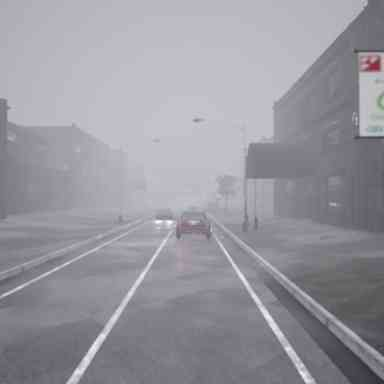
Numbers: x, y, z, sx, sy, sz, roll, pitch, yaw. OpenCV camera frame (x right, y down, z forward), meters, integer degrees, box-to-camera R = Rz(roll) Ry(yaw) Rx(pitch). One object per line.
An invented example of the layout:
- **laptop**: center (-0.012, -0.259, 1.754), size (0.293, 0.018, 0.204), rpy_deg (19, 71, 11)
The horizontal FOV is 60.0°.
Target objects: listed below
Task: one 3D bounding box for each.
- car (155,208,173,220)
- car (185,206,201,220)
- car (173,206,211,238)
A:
- **car**: center (-3.113, 2.521, 38.529), size (1.994, 1.385, 4.181), rpy_deg (0, -1, 0)
- **car**: center (0.073, 2.509, 40.399), size (1.837, 1.490, 4.892), rpy_deg (0, -1, 0)
- **car**: center (0.086, 1.939, 21.811), size (2.097, 1.767, 4.553), rpy_deg (0, -1, 0)
